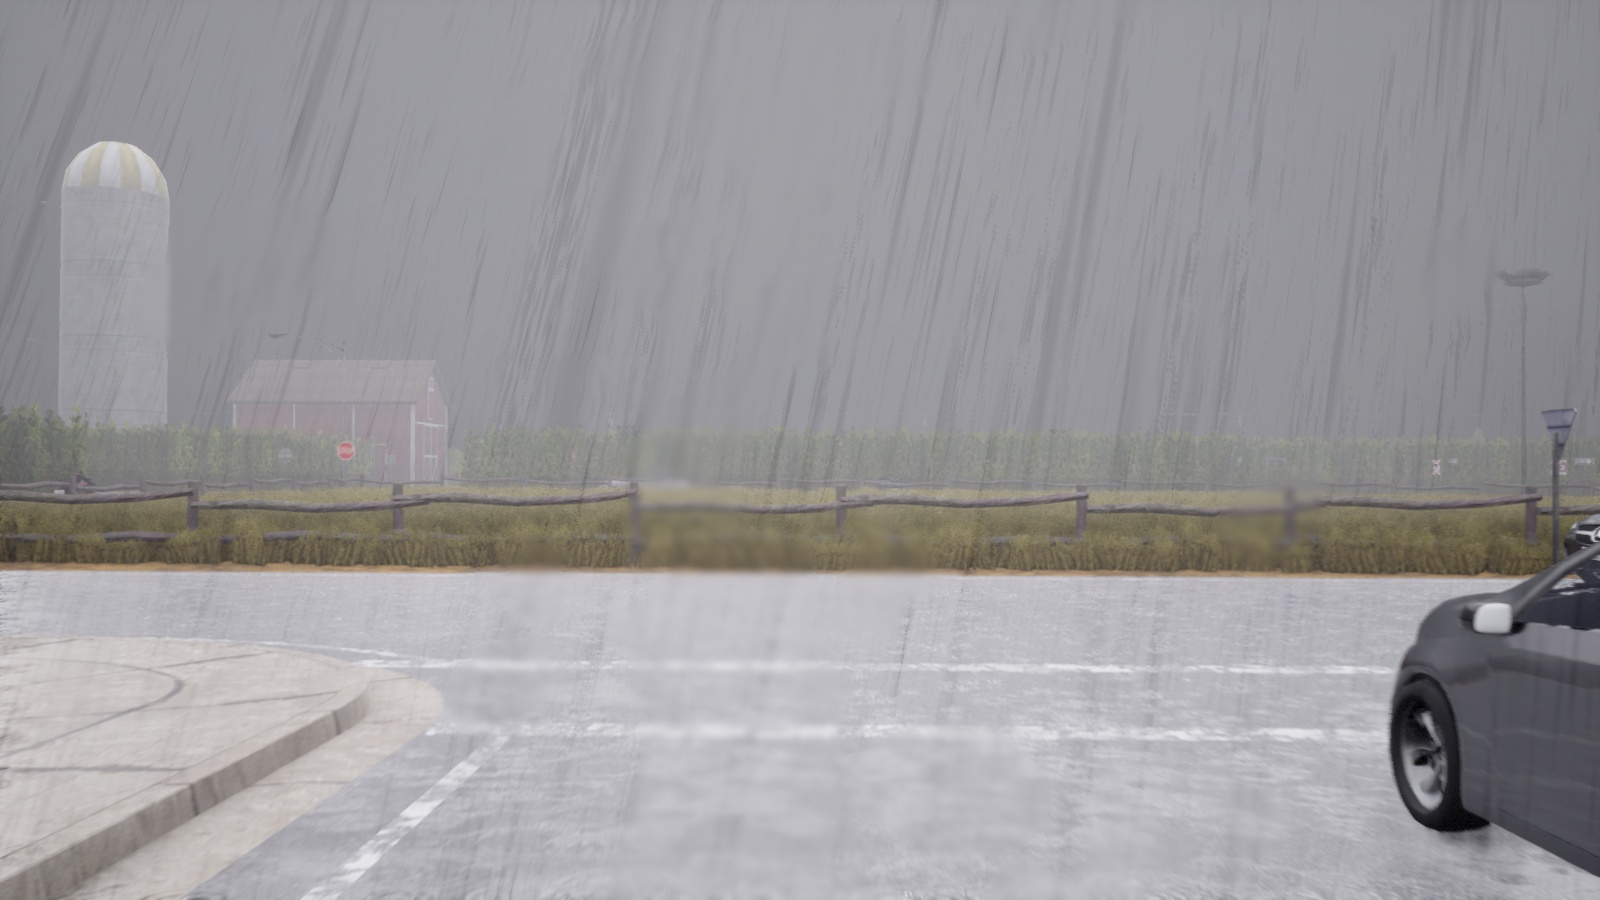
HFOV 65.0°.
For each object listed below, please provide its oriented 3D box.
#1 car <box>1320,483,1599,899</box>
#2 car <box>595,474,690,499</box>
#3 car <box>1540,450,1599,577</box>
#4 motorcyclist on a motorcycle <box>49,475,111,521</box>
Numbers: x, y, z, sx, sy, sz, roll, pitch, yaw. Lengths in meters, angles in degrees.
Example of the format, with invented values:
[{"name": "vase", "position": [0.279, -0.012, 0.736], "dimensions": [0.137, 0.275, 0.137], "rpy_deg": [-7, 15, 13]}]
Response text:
[{"name": "car", "position": [3.507, 0.889, 4.416], "dimensions": [1.845, 1.501, 3.633], "rpy_deg": [0, -1, 0]}, {"name": "car", "position": [-8.270, 1.912, 66.030], "dimensions": [4.718, 1.301, 1.895], "rpy_deg": [0, -1, 1]}, {"name": "car", "position": [12.909, 0.818, 16.535], "dimensions": [5.027, 1.651, 2.152], "rpy_deg": [0, -1, 1]}, {"name": "motorcyclist on a motorcycle", "position": [-25.059, 1.659, 43.772], "dimensions": [0.866, 1.530, 2.191], "rpy_deg": [0, -1, 1]}]
